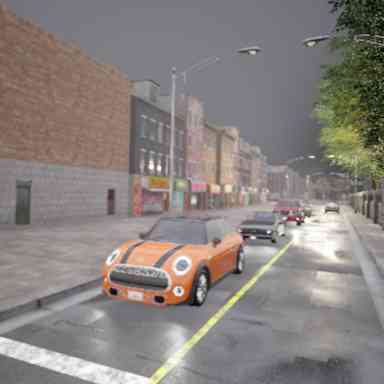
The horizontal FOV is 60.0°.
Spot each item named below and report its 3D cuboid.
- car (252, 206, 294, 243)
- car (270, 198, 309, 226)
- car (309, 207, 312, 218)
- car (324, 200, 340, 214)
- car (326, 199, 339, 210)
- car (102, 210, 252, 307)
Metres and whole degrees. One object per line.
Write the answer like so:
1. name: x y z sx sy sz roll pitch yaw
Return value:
1. car: 3.852 1.734 17.630 2.033 1.411 5.357 1 0 23
2. car: 7.906 1.549 26.970 2.150 2.045 5.566 1 0 24
3. car: 11.944 2.031 36.221 1.994 1.385 4.181 1 0 24
4. car: 19.351 2.236 46.035 2.033 1.411 5.357 1 0 23
5. car: 24.608 2.222 58.184 2.097 1.767 4.553 1 0 23
6. car: -0.171 1.391 8.317 2.097 1.767 4.553 1 0 23
